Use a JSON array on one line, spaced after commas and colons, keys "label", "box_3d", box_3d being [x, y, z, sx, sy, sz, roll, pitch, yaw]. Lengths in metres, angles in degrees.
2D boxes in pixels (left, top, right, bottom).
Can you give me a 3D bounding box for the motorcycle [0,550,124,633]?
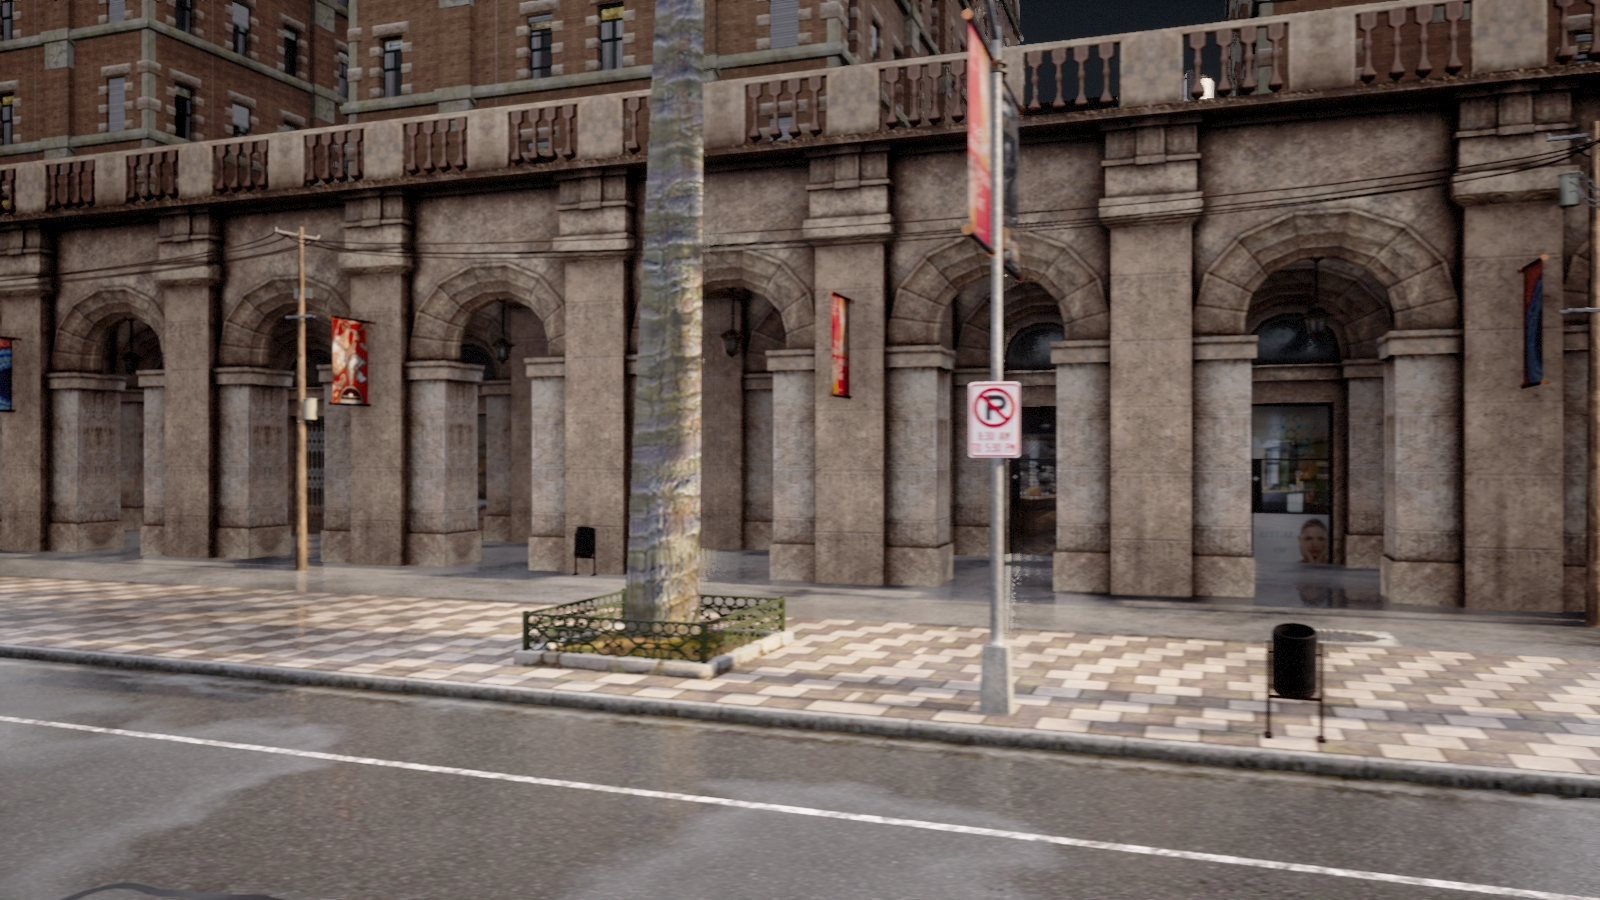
[{"label": "motorcycle", "box_3d": [-11.869, 2.221, 18.168, 2.033, 1.145, 0.803, 0, 0, 20]}]
